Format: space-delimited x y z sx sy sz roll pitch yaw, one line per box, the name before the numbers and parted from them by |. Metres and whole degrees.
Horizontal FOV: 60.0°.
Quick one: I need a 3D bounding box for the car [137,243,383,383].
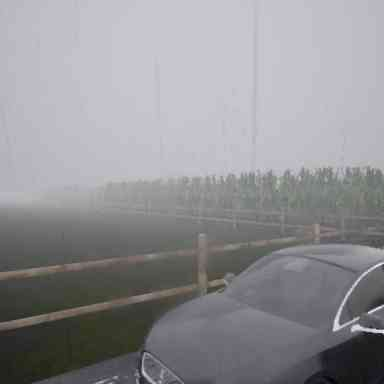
car | 1.682 1.511 4.278 4.892 1.490 1.837 0 0 -36
